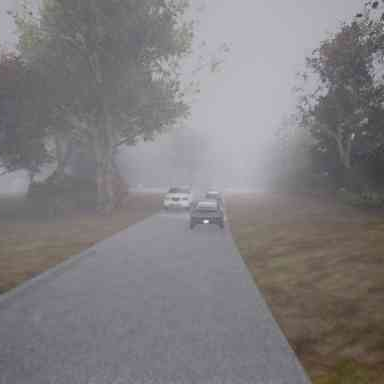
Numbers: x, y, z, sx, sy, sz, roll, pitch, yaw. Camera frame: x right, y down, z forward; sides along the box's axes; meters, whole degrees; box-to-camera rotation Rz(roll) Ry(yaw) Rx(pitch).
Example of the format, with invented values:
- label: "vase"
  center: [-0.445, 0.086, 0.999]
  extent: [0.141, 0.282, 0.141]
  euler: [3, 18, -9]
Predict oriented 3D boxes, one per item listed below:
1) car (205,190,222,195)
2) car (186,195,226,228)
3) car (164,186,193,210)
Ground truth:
- label: "car"
  center: [2.387, 0.510, 37.247]
  extent: [1.812, 1.442, 4.674]
  euler: [0, 2, 5]
- label: "car"
  center: [0.890, 1.190, 19.471]
  extent: [1.837, 1.490, 4.892]
  euler: [0, 2, 4]
- label: "car"
  center: [-1.109, 0.467, 30.152]
  extent: [2.150, 2.045, 5.566]
  euler: [1, 2, 5]
